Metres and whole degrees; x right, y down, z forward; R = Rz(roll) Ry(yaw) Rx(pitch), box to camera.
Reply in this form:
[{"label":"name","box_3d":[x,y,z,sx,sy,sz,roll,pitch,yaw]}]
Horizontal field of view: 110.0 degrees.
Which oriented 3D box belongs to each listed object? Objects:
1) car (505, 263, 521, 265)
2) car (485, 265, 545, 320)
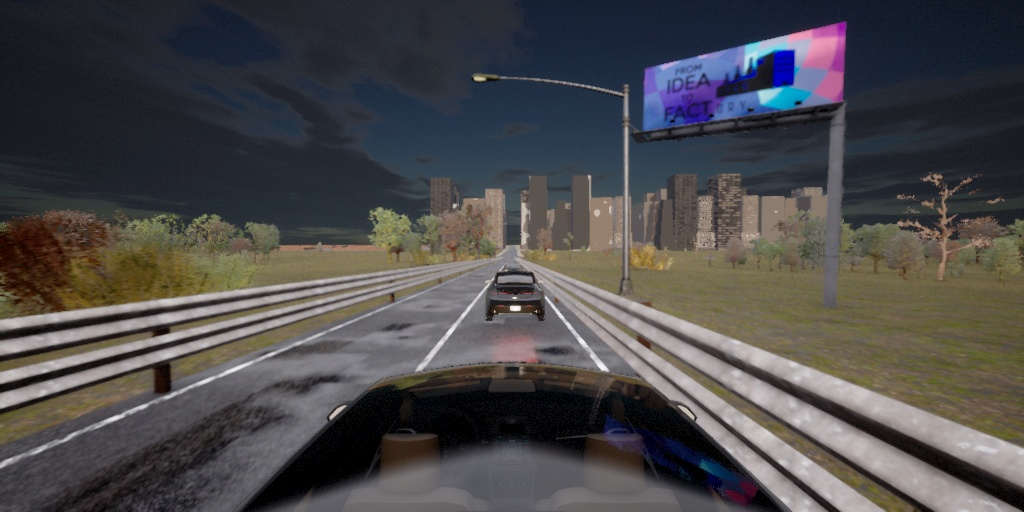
[{"label":"car","box_3d":[0.099,1.339,33.963,1.895,1.301,4.718,0,0,0]},{"label":"car","box_3d":[0.099,1.251,12.674,1.837,1.490,4.892,0,0,0]}]
